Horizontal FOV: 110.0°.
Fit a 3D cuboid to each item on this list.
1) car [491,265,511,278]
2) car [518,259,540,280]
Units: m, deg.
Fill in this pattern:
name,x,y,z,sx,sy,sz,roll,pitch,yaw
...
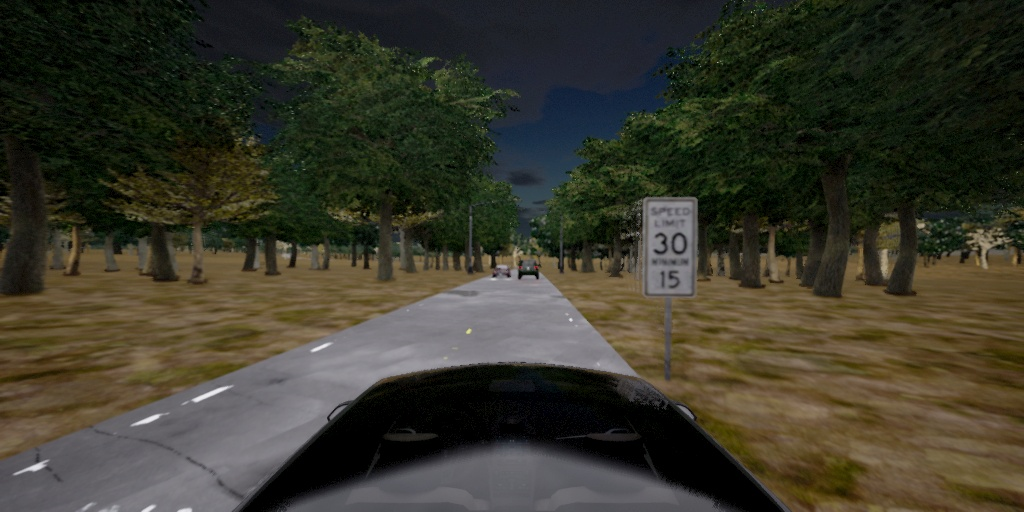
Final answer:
name,x,y,z,sx,sy,sz,roll,pitch,yaw
car,-1.129,1.737,40.920,1.812,1.442,4.674,0,-1,3
car,1.762,1.393,37.881,2.150,2.045,5.566,0,-1,4
